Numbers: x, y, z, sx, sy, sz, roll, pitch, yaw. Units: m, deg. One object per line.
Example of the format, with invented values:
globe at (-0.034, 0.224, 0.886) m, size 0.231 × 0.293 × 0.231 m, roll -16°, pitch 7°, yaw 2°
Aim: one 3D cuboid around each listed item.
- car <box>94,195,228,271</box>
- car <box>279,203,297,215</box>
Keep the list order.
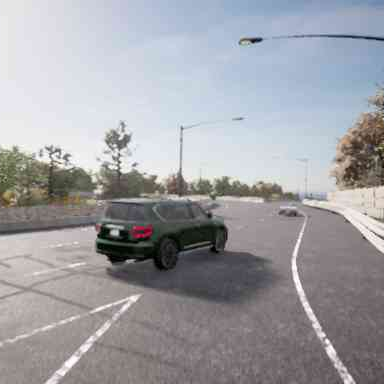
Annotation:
car at (-0.747, 1.232, 11.366) m, size 2.150 × 2.045 × 5.566 m, roll 1°, pitch 0°, yaw 31°
car at (10.903, 1.874, 37.778) m, size 1.895 × 1.301 × 4.718 m, roll 1°, pitch 0°, yaw 17°
